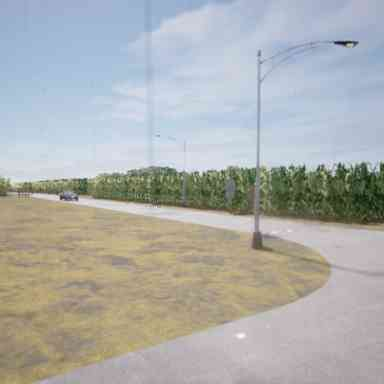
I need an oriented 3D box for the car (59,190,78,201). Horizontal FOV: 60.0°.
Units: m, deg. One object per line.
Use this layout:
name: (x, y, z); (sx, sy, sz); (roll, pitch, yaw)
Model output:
car: (-18.572, 0.524, 50.050); (2.128, 1.511, 4.902); (0, 1, -35)
